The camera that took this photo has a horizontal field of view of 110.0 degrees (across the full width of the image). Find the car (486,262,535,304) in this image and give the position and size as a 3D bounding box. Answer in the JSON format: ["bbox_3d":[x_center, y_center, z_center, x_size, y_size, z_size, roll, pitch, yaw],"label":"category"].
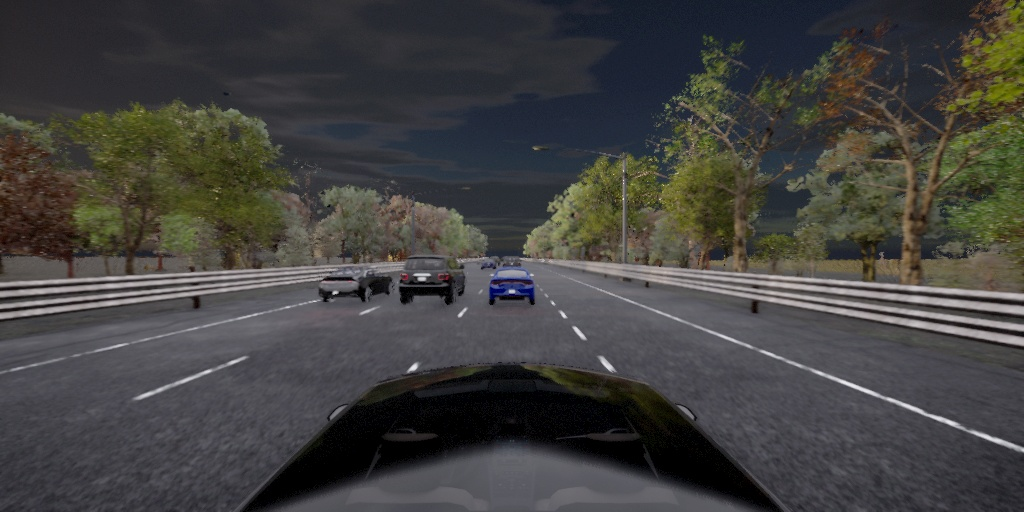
[{"bbox_3d":[-0.003,1.239,16.541,1.882,1.535,5.008,0,0,0],"label":"car"}]

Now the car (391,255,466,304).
[{"bbox_3d":[-3.505,0.983,16.640,2.150,2.045,5.566,0,0,0],"label":"car"}]

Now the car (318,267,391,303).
[{"bbox_3d":[-7.005,1.252,16.647,2.128,1.511,4.902,0,0,0],"label":"car"}]

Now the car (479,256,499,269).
[{"bbox_3d":[-3.523,1.157,56.217,2.097,1.767,4.553,0,0,0],"label":"car"}]

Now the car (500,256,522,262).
[{"bbox_3d":[-0.017,1.011,42.283,2.150,2.045,5.566,0,0,0],"label":"car"}]
